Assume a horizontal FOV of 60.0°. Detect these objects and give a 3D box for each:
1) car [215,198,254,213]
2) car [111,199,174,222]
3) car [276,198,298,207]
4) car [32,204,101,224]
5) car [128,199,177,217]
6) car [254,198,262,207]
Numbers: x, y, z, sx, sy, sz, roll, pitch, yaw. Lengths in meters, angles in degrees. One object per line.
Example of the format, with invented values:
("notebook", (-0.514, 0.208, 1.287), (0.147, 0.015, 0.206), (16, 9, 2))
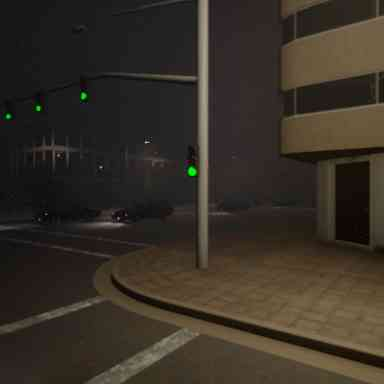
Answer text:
("car", (4.721, 1.530, 37.899), (2.033, 1.411, 5.357), (0, 0, 36))
("car", (-3.753, 1.530, 26.236), (2.033, 1.411, 5.357), (0, 0, 36))
("car", (14.775, 1.574, 51.581), (2.033, 1.411, 5.357), (0, 0, 36))
("car", (-9.196, 1.580, 24.694), (1.895, 1.301, 4.718), (0, 0, 36))
("car", (-3.725, 1.483, 32.228), (1.837, 1.490, 4.892), (0, 0, 36))
("car", (8.413, 1.527, 48.871), (2.033, 1.411, 5.357), (0, 0, 36))
